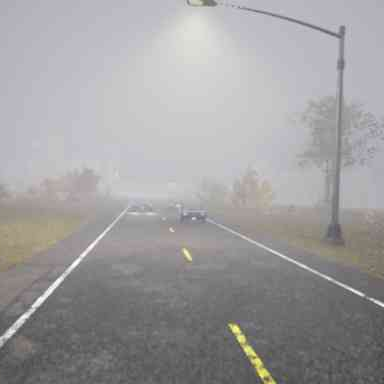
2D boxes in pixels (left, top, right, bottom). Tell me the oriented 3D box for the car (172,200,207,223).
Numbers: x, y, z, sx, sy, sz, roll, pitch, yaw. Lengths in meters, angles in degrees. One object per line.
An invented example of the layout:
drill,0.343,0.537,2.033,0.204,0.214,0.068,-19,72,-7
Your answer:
car,-0.169,1.530,25.099,1.895,1.301,4.718,2,0,-8

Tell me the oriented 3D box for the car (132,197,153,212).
car,-5.085,1.237,34.327,1.812,1.442,4.674,2,0,-8

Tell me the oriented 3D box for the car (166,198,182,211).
car,-1.832,1.374,36.581,2.033,1.411,5.357,2,0,-8
